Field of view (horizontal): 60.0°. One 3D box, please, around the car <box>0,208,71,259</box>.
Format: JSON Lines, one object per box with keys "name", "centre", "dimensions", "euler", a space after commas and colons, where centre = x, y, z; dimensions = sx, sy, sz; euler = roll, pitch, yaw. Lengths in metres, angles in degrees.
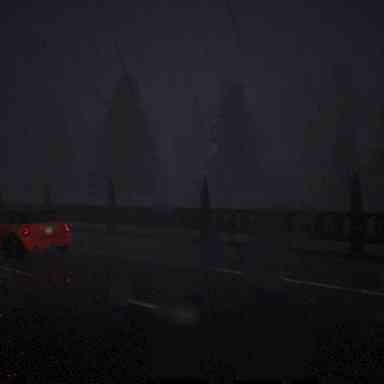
{"name": "car", "centre": [-6.856, 1.421, 13.107], "dimensions": [4.553, 1.767, 2.097], "euler": [0, 0, 35]}
